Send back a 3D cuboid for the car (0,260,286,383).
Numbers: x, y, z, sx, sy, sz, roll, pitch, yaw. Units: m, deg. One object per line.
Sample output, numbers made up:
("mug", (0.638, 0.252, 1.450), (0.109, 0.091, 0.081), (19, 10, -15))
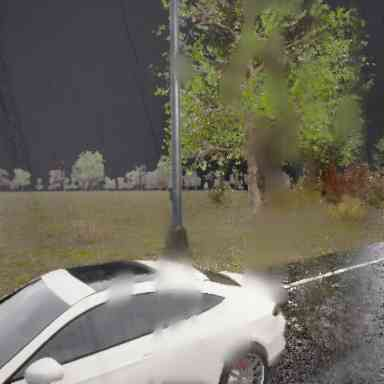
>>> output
("car", (-1.039, 1.509, 3.251), (4.674, 1.442, 1.812), (-1, 1, -36))
